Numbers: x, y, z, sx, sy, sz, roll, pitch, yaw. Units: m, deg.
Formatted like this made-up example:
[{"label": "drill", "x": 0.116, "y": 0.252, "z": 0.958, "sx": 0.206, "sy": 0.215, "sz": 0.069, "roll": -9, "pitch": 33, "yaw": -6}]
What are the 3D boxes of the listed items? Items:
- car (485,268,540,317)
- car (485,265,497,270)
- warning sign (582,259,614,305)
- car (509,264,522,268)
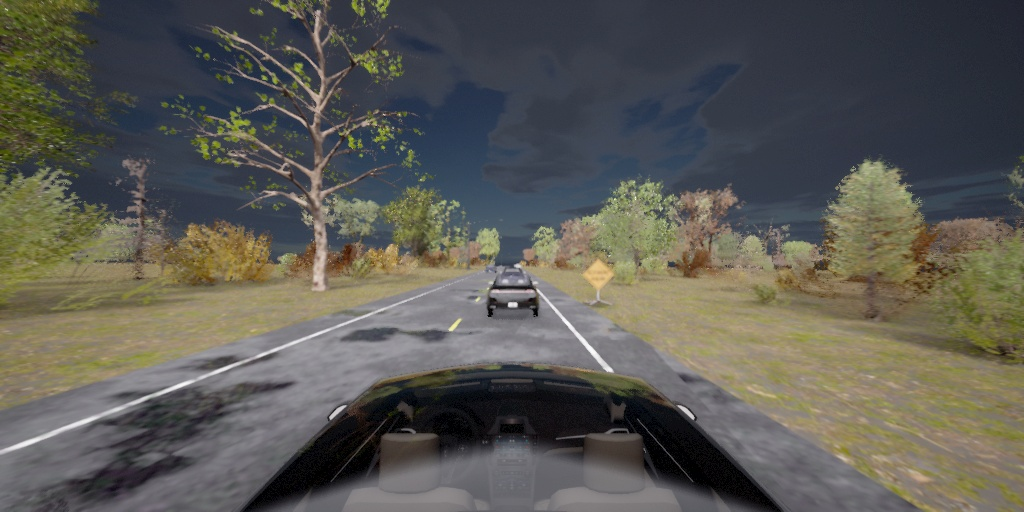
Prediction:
[{"label": "car", "x": 0.048, "y": 1.412, "z": 14.111, "sx": 2.128, "sy": 1.511, "sz": 4.902, "roll": 0, "pitch": -1, "yaw": 1}, {"label": "car", "x": -3.531, "y": 2.170, "z": 60.333, "sx": 2.033, "sy": 1.411, "sz": 5.357, "roll": 0, "pitch": -1, "yaw": 1}, {"label": "warning sign", "x": 3.552, "y": 1.045, "z": 14.746, "sx": 1.300, "sy": 1.860, "sz": 1.060, "roll": 0, "pitch": 0, "yaw": 0}, {"label": "car", "x": 0.050, "y": 1.644, "z": 29.153, "sx": 1.837, "sy": 1.490, "sz": 4.892, "roll": 0, "pitch": 0, "yaw": 0}]
